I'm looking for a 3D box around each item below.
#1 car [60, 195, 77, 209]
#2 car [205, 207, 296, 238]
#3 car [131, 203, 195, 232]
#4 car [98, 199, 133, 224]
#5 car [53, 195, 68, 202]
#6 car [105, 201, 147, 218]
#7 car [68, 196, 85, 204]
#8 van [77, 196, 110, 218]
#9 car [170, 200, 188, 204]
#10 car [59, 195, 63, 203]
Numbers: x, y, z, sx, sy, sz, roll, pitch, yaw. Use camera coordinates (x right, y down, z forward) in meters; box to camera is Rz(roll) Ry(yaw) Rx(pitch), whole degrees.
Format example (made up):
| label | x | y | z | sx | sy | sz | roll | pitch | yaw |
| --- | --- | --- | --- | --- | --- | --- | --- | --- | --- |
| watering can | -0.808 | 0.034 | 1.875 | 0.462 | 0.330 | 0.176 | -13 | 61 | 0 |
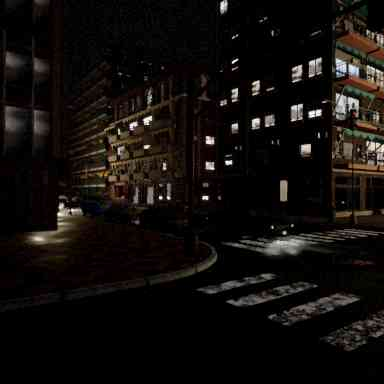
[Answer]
| label | x | y | z | sx | sy | sz | roll | pitch | yaw |
| --- | --- | --- | --- | --- | --- | --- | --- | --- | --- |
| car | -15.054 | 1.481 | 42.870 | 1.994 | 1.385 | 4.181 | 0 | 0 | -35 |
| car | 2.860 | 1.511 | 17.702 | 2.033 | 1.411 | 5.357 | 0 | 0 | -33 |
| car | -1.716 | 1.525 | 19.811 | 1.802 | 1.307 | 4.206 | 0 | 0 | -36 |
| car | -4.920 | 1.458 | 24.272 | 1.752 | 1.417 | 4.829 | 0 | 0 | -36 |
| car | -27.954 | 1.360 | 70.697 | 1.967 | 1.590 | 4.097 | 0 | 0 | -36 |
| car | -6.117 | 1.537 | 30.378 | 1.895 | 1.301 | 4.718 | 0 | 0 | -36 |
| car | -21.445 | 1.447 | 61.636 | 1.752 | 1.417 | 4.829 | 0 | 0 | -36 |
| van | -8.323 | 1.265 | 29.010 | 1.690 | 1.788 | 3.998 | 0 | 0 | -36 |
| car | -1.618 | 1.487 | 34.037 | 1.752 | 1.417 | 4.829 | 0 | 0 | -36 |
| car | -24.402 | 1.456 | 61.292 | 2.033 | 1.411 | 5.357 | 0 | 0 | -35 |
